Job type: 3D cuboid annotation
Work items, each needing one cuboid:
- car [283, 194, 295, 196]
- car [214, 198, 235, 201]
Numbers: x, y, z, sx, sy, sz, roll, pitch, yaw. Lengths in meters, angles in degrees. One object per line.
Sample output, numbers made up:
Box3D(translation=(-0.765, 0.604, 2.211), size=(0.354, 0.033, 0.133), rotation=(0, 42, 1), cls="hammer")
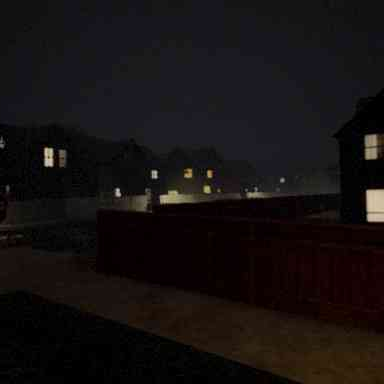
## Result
Box3D(translation=(13.634, 1.033, 47.045), size=(2.033, 1.411, 5.357), rotation=(-1, 0, 35), cls="car")
Box3D(translation=(2.910, 1.202, 27.232), size=(2.033, 1.411, 5.357), rotation=(-1, 0, 35), cls="car")
